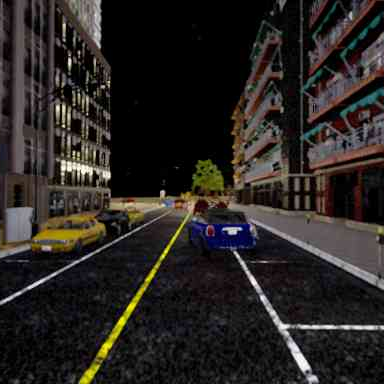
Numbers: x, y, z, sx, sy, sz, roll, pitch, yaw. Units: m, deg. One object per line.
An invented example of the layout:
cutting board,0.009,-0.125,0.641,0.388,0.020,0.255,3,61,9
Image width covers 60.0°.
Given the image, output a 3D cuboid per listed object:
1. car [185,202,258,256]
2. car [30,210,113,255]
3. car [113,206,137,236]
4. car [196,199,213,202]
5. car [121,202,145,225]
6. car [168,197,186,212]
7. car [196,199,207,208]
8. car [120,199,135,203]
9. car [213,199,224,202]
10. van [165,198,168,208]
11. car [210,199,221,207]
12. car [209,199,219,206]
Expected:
car,1.132,1.471,13.944,2.097,1.767,4.553,0,0,-8
car,-4.948,1.639,13.887,1.752,1.417,4.829,0,0,2
car,-4.789,1.727,19.587,1.947,1.339,4.313,0,0,2
car,1.176,1.808,39.193,1.882,1.535,5.008,0,0,2
car,-4.638,1.732,24.948,1.752,1.417,4.829,0,0,2
car,-1.609,1.723,44.401,2.097,1.767,4.553,0,0,2
car,1.679,2.006,57.272,1.812,1.442,4.674,0,0,2
car,-18.012,2.583,92.921,4.206,1.307,1.802,-1,0,1
car,3.708,1.933,41.456,1.802,1.307,4.206,0,0,2
van,-3.733,1.826,58.303,1.690,1.788,3.998,0,0,2
car,4.426,2.086,63.549,2.008,1.369,4.403,0,0,2
car,4.680,2.146,71.474,1.887,1.381,4.507,0,0,2
